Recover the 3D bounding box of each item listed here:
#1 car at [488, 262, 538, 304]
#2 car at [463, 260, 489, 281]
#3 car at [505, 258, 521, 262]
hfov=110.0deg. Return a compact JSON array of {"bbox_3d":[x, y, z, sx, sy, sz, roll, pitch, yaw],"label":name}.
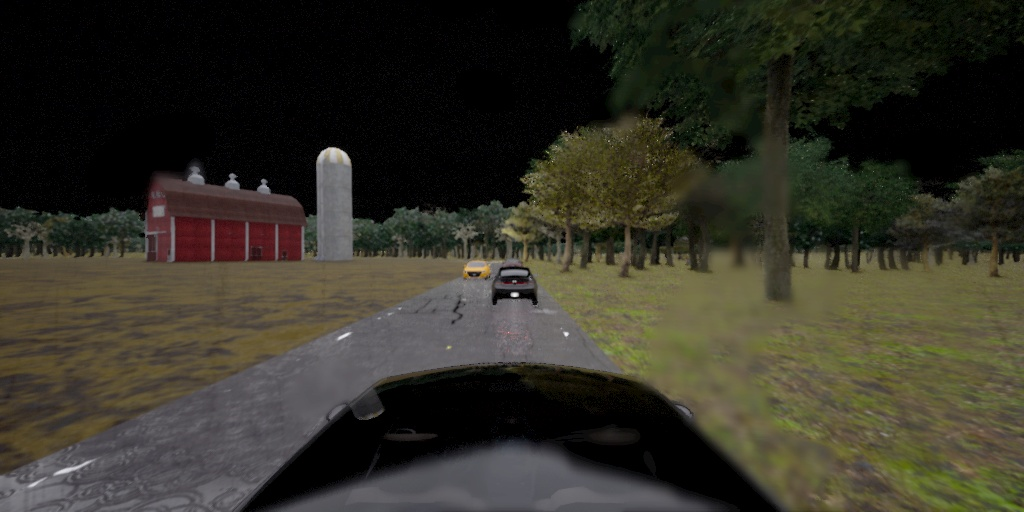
[{"bbox_3d":[0.103,1.195,15.828,1.837,1.490,4.892,0,0,0],"label":"car"},{"bbox_3d":[-2.796,1.114,29.209,1.882,1.535,5.008,0,0,0],"label":"car"},{"bbox_3d":[0.077,0.961,35.791,2.097,1.767,4.553,0,0,0],"label":"car"}]
